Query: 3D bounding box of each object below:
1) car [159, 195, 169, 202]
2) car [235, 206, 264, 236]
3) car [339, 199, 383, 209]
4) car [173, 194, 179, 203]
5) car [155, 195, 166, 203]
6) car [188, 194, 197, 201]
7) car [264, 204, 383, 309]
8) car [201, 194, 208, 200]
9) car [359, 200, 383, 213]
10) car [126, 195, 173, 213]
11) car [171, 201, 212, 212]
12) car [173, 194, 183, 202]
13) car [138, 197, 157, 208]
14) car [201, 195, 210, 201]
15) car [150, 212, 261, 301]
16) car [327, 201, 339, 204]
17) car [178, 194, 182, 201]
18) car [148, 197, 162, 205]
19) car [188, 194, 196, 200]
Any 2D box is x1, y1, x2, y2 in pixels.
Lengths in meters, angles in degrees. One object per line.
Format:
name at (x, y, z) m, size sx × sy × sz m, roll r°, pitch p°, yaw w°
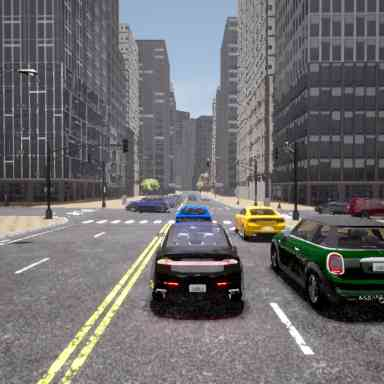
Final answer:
car at (-6.425, 1.482, 77.969) m, size 1.994 × 1.385 × 4.181 m, roll 0°, pitch 0°, yaw 0°
car at (3.365, 1.469, 17.201) m, size 1.882 × 1.535 × 5.008 m, roll 0°, pitch 0°, yaw 0°
car at (16.229, 1.519, 29.396) m, size 5.009 × 1.841 × 2.192 m, roll 1°, pitch 0°, yaw 1°
car at (-3.292, 1.491, 49.511) m, size 1.812 × 1.442 × 4.674 m, roll 0°, pitch 0°, yaw 0°
car at (-6.442, 1.448, 67.990) m, size 1.837 × 1.490 × 4.892 m, roll 0°, pitch 0°, yaw 0°
car at (0.080, 1.273, 80.587) m, size 2.097 × 1.767 × 4.553 m, roll 0°, pitch 0°, yaw 0°
car at (3.357, 1.348, 8.022) m, size 2.097 × 1.767 × 4.553 m, roll 0°, pitch 0°, yaw 0°
car at (3.340, 1.337, 90.646) m, size 1.895 × 1.301 × 4.718 m, roll 0°, pitch 0°, yaw 0°
car at (21.846, 1.643, 37.677) m, size 4.829 × 1.417 × 1.752 m, roll 1°, pitch 0°, yaw 1°
car at (-4.710, 1.276, 35.517) m, size 4.553 × 1.767 × 2.097 m, roll 1°, pitch 1°, yaw 1°
car at (0.120, 1.468, 17.815) m, size 1.882 × 1.535 × 5.008 m, roll 0°, pitch 0°, yaw 1°
car at (-3.175, 1.286, 77.134) m, size 2.097 × 1.767 × 4.553 m, roll 0°, pitch 0°, yaw 0°
car at (-6.537, 1.513, 49.082) m, size 2.033 × 1.411 × 5.357 m, roll 0°, pitch 0°, yaw 0°
car at (3.330, 1.513, 80.644) m, size 1.895 × 1.301 × 4.718 m, roll 0°, pitch 0°, yaw 0°
car at (0.106, 1.488, 8.310) m, size 2.128 × 1.511 × 4.902 m, roll 0°, pitch 0°, yaw 0°
car at (15.231, 1.666, 35.200) m, size 4.181 × 1.385 × 1.994 m, roll 1°, pitch 1°, yaw 1°
car at (-3.268, 1.519, 58.256) m, size 1.994 × 1.385 × 4.181 m, roll 0°, pitch 0°, yaw 1°
car at (-6.523, 1.556, 58.670) m, size 1.895 × 1.301 × 4.718 m, roll 0°, pitch 0°, yaw 0°
car at (0.089, 1.267, 90.620) m, size 2.128 × 1.511 × 4.902 m, roll 0°, pitch 0°, yaw 0°
